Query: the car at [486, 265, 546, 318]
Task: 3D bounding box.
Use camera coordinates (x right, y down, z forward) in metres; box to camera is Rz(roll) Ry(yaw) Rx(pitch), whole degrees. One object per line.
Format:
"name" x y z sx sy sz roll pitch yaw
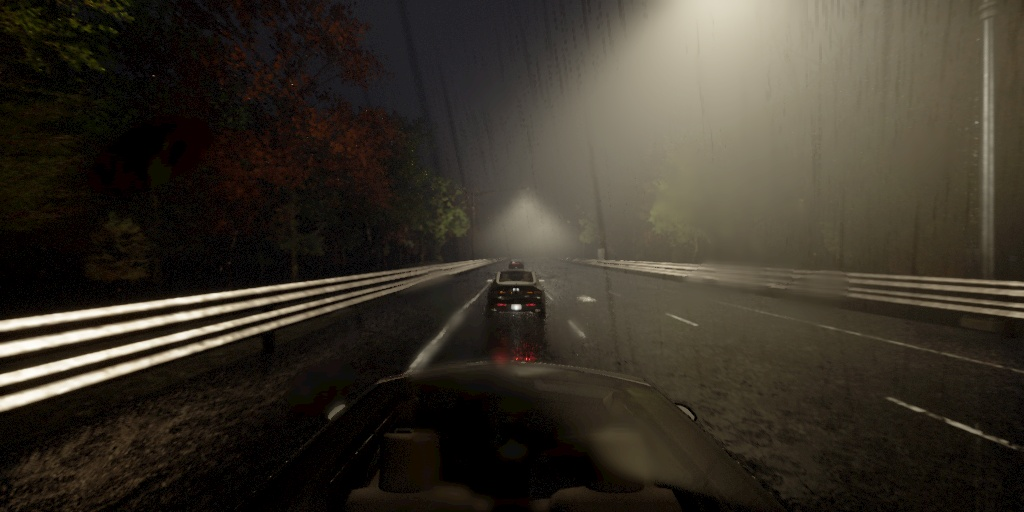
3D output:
"car" 0.139 1.228 12.821 1.837 1.490 4.892 0 0 0

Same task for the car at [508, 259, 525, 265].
"car" 0.552 1.137 44.572 2.128 1.511 4.902 0 0 1
